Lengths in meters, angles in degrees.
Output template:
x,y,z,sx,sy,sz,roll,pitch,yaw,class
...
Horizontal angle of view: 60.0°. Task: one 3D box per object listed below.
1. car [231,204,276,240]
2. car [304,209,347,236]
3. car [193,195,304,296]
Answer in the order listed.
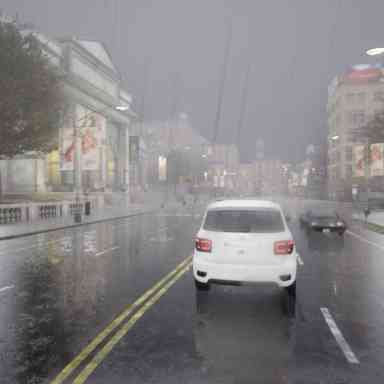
x,y,z,sx,sy,sz,roll,pitch,yaw,class
3.436,1.491,18.269,2.128,1.511,4.902,0,0,12,car
7.069,1.600,18.466,1.895,1.301,4.718,0,0,12,car
1.469,1.221,8.964,2.150,2.045,5.566,0,0,11,car
